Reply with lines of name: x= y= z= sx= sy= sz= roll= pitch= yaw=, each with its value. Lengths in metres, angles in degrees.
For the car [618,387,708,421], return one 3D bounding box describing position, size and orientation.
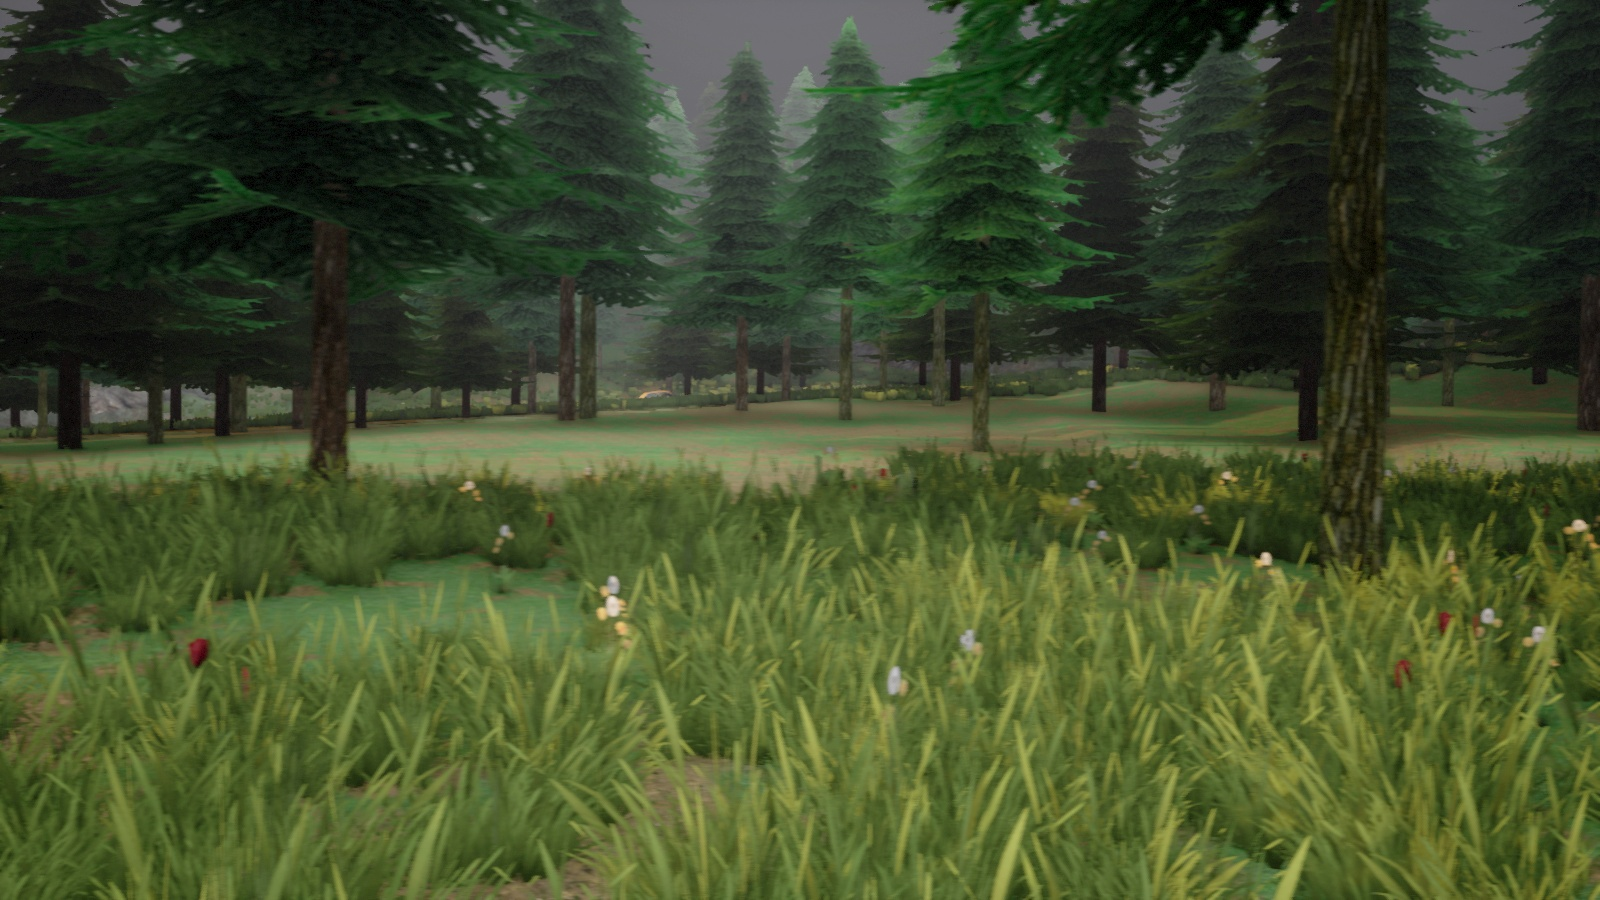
car: x=-8.565 y=-2.897 z=78.846 sx=5.366 sy=1.575 sz=1.801 roll=-6 pitch=1 yaw=-1
